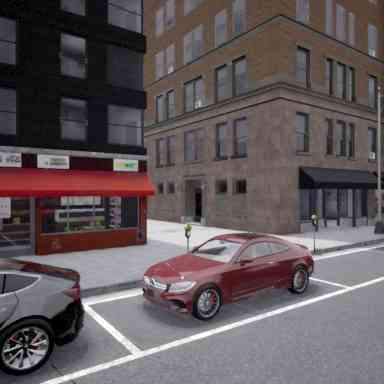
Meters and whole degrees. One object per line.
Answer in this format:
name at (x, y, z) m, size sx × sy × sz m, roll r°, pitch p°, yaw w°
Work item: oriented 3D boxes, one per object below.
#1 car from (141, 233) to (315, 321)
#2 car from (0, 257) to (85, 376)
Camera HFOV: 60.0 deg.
car at (0.953, 1.583, 7.217) m, size 4.206 × 1.307 × 1.802 m, roll 0°, pitch 0°, yaw -36°
car at (-3.524, 1.566, 4.020) m, size 4.313 × 1.339 × 1.947 m, roll 0°, pitch 0°, yaw -36°
